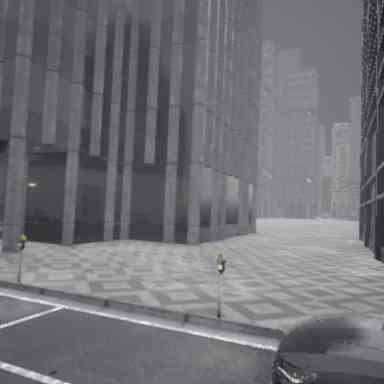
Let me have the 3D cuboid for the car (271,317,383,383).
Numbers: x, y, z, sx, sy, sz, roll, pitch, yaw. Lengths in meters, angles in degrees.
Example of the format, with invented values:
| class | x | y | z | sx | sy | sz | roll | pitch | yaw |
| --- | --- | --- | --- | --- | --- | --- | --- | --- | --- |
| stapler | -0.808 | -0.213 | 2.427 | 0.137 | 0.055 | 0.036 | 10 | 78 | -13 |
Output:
| class | x | y | z | sx | sy | sz | roll | pitch | yaw |
| --- | --- | --- | --- | --- | --- | --- | --- | --- | --- |
| car | 3.231 | 1.825 | 3.043 | 4.892 | 1.490 | 1.837 | 1 | -3 | 24 |
